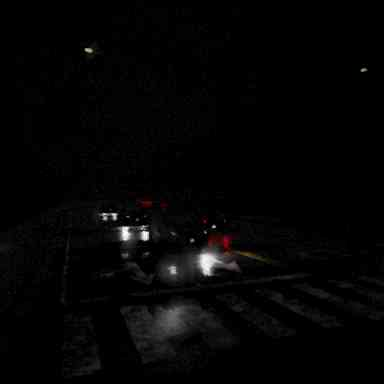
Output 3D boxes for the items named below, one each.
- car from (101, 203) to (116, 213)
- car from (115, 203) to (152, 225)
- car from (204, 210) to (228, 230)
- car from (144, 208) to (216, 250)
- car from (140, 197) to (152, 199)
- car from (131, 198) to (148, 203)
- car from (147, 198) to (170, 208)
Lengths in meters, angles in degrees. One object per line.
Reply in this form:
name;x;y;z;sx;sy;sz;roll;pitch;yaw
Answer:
car;-11.371;2.171;45.792;1.994;1.385;4.181;-1;-1;-19
car;-4.921;1.873;27.421;1.812;1.442;4.674;-1;-1;-19
car;0.606;1.817;22.144;1.895;1.301;4.718;-1;0;-19
car;-0.765;1.716;15.722;1.812;1.442;4.674;-1;0;-20
car;-7.933;1.858;55.584;2.150;2.045;5.566;-1;-1;-20
car;-7.640;2.032;45.366;2.128;1.511;4.902;-1;-1;-20
car;-4.408;1.995;45.787;1.837;1.490;4.892;-1;-1;-19
